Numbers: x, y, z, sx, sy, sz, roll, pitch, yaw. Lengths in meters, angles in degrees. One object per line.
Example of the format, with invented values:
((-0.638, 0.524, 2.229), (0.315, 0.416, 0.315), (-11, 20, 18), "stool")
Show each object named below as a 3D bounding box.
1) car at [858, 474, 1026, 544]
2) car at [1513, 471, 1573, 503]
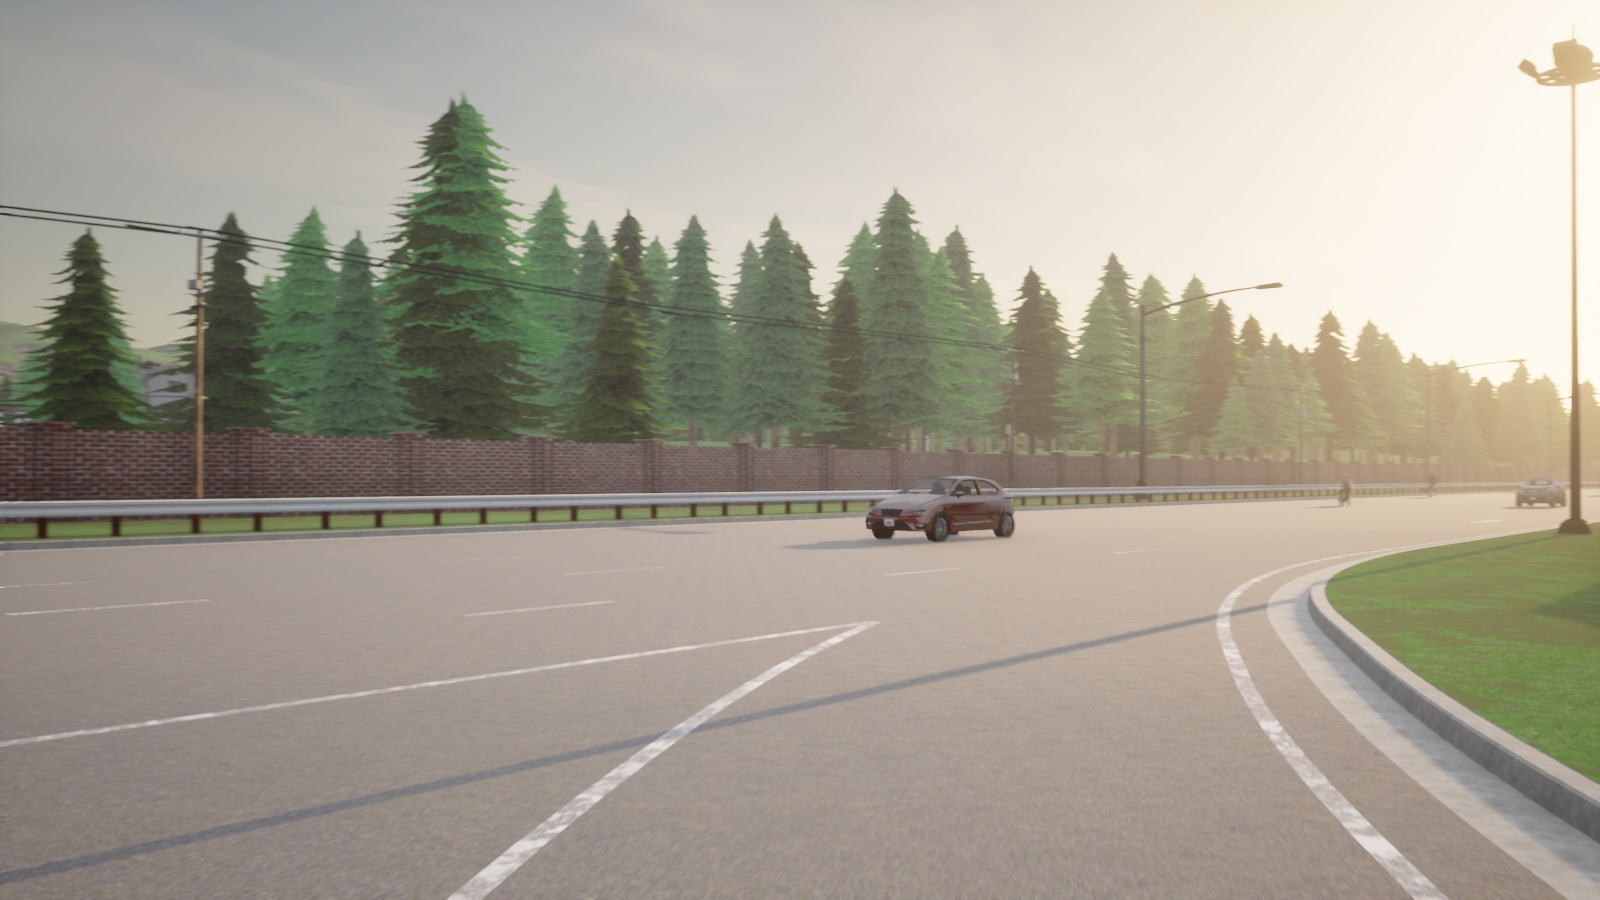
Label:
((3.376, 1.315, 29.263), (1.816, 1.474, 4.193), (-1, -1, 41), "car")
((36.381, 1.778, 61.447), (1.845, 1.501, 3.633), (-1, -1, 41), "car")
